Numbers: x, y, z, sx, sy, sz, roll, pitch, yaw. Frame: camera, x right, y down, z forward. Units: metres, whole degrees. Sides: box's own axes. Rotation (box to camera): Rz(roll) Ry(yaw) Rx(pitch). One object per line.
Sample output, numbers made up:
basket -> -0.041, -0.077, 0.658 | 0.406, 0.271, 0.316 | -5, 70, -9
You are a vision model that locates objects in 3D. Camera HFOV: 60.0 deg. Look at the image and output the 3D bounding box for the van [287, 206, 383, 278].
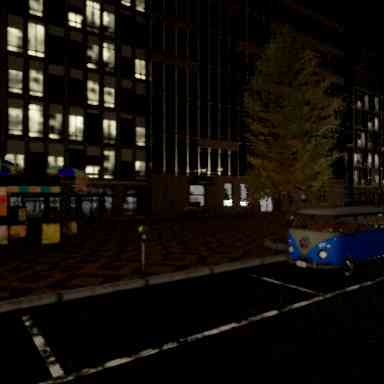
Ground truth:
van -> 4.530, 1.335, 9.792 | 3.998, 1.788, 1.690 | 0, 0, -36
